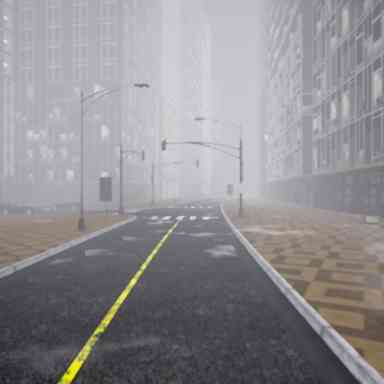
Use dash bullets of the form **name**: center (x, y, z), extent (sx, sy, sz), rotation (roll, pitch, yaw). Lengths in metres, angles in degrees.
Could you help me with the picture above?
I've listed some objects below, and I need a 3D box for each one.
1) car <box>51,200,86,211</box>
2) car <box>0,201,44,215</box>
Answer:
- **car**: center (-15.685, 1.651, 42.173), extent (4.403, 1.369, 2.008), rotation (-1, 1, 11)
- **car**: center (-17.288, 1.651, 33.948), extent (4.403, 1.369, 2.008), rotation (-1, 1, 11)
